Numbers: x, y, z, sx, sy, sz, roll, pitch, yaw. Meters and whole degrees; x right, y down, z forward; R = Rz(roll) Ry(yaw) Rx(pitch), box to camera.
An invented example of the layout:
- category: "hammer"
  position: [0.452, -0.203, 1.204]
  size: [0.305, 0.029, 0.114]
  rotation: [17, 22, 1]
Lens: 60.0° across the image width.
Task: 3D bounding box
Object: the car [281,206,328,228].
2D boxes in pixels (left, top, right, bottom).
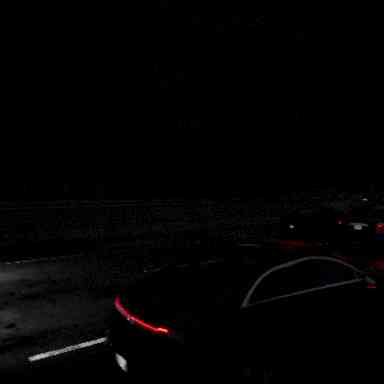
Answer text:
- category: "car"
  position: [6.726, 1.478, 17.143]
  size: [5.008, 1.535, 1.882]
  rotation: [0, 0, -36]

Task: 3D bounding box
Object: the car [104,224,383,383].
- category: "car"
  position: [1.255, 1.492, 4.765]
  size: [4.902, 1.511, 2.128]
  rotation: [0, 0, -36]

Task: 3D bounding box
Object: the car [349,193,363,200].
- category: "car"
  position: [41.000, 1.186, 82.947]
  size: [2.150, 2.045, 5.566]
  rotation: [1, 1, 39]

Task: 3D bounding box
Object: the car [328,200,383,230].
- category: "car"
  position: [7.967, 1.352, 13.729]
  size: [4.553, 1.767, 2.097]
  rotation: [0, 0, -36]

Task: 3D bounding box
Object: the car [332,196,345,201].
- category: "car"
  position: [31.117, 1.642, 70.619]
  size: [1.994, 1.385, 4.181]
  rotation: [1, 1, 38]
